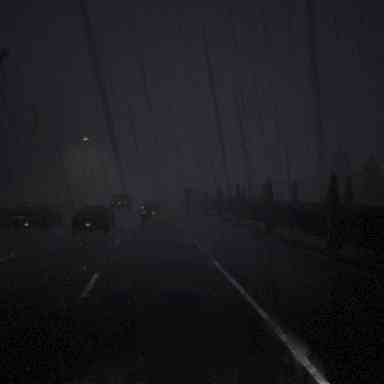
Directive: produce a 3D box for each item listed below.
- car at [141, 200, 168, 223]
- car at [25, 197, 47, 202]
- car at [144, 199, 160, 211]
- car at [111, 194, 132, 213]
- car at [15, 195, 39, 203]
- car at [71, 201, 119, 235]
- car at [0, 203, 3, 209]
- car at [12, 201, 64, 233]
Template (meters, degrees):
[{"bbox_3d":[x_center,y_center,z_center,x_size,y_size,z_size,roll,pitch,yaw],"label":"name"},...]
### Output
[{"bbox_3d":[-2.923,1.589,25.720,1.994,1.385,4.181,-1,0,-7],"label":"car"},{"bbox_3d":[-19.521,1.747,43.167,1.994,1.385,4.181,-1,0,-7],"label":"car"},{"bbox_3d":[-5.119,1.649,42.452,1.895,1.301,4.718,-1,0,-7],"label":"car"},{"bbox_3d":[-8.081,1.296,38.105,2.150,2.045,5.566,-1,0,-7],"label":"car"},{"bbox_3d":[-23.731,1.482,48.415,2.150,2.045,5.566,-1,-1,-7],"label":"car"},{"bbox_3d":[-5.642,1.527,19.448,1.882,1.535,5.008,-1,0,-7],"label":"car"},{"bbox_3d":[-26.613,1.798,43.417,2.033,1.411,5.357,-1,0,-7],"label":"car"},{"bbox_3d":[-9.308,1.576,20.511,2.128,1.511,4.902,-1,0,-7],"label":"car"}]
